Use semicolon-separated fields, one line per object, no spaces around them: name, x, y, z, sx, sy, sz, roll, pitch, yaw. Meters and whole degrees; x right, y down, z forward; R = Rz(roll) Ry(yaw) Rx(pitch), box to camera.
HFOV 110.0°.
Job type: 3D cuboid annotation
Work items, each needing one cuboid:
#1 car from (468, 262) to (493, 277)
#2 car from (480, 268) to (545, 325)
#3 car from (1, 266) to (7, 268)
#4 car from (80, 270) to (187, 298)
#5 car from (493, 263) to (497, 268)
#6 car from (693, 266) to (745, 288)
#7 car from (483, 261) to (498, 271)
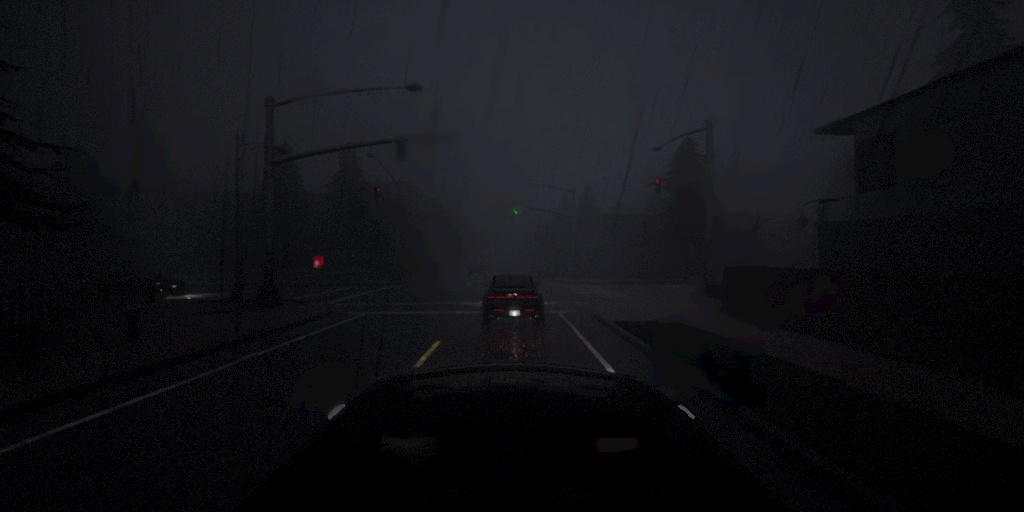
car;-3.593;1.521;39.412;2.033;1.411;5.357;0;0;0
car;-0.023;1.317;12.178;1.837;1.490;4.892;0;0;-2
car;-30.479;1.413;18.691;5.357;1.411;2.033;0;0;-2
car;-19.909;1.431;18.991;4.181;1.385;1.994;0;0;-2
car;-3.583;1.525;49.594;2.128;1.511;4.902;0;0;0
car;15.544;1.416;24.920;5.357;1.411;2.033;0;0;-7
car;-3.536;1.643;60.050;2.033;1.411;5.357;0;0;0
